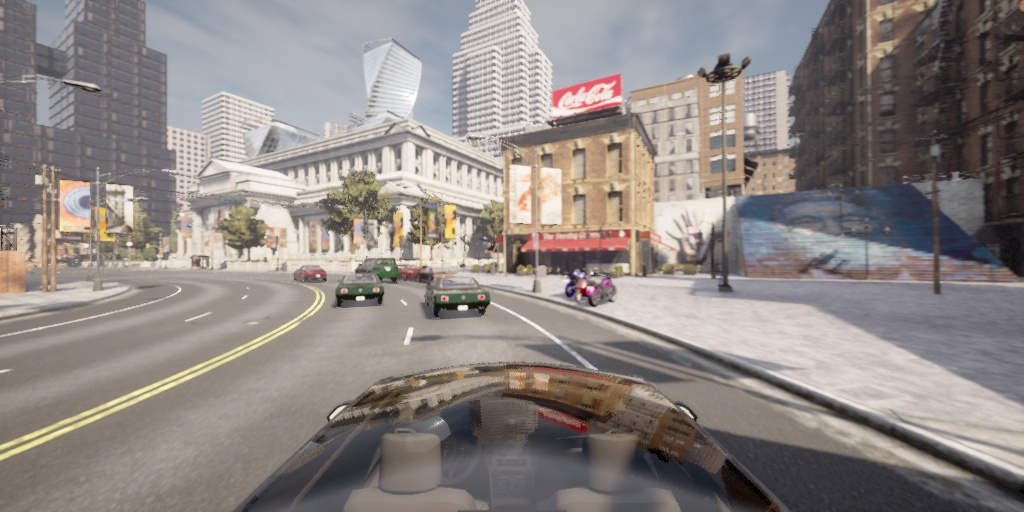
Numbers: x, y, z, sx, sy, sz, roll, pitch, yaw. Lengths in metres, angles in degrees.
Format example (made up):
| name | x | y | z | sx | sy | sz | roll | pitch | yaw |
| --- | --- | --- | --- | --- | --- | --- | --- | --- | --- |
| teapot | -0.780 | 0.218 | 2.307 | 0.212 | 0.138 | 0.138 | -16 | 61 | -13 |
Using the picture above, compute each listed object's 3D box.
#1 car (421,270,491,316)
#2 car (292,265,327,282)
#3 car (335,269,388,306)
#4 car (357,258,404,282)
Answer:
| name | x | y | z | sx | sy | sz | roll | pitch | yaw |
| --- | --- | --- | --- | --- | --- | --- | --- | --- | --- |
| car | -2.275 | 1.415 | 13.820 | 1.895 | 1.301 | 4.718 | 0 | 0 | -18 |
| car | -18.261 | 1.537 | 32.353 | 4.674 | 1.442 | 1.812 | -1 | 0 | 44 |
| car | -7.123 | 1.465 | 16.771 | 1.895 | 1.301 | 4.718 | 0 | 0 | -24 |
| car | -11.422 | 1.171 | 30.189 | 2.150 | 2.045 | 5.566 | 0 | 0 | -39 |
